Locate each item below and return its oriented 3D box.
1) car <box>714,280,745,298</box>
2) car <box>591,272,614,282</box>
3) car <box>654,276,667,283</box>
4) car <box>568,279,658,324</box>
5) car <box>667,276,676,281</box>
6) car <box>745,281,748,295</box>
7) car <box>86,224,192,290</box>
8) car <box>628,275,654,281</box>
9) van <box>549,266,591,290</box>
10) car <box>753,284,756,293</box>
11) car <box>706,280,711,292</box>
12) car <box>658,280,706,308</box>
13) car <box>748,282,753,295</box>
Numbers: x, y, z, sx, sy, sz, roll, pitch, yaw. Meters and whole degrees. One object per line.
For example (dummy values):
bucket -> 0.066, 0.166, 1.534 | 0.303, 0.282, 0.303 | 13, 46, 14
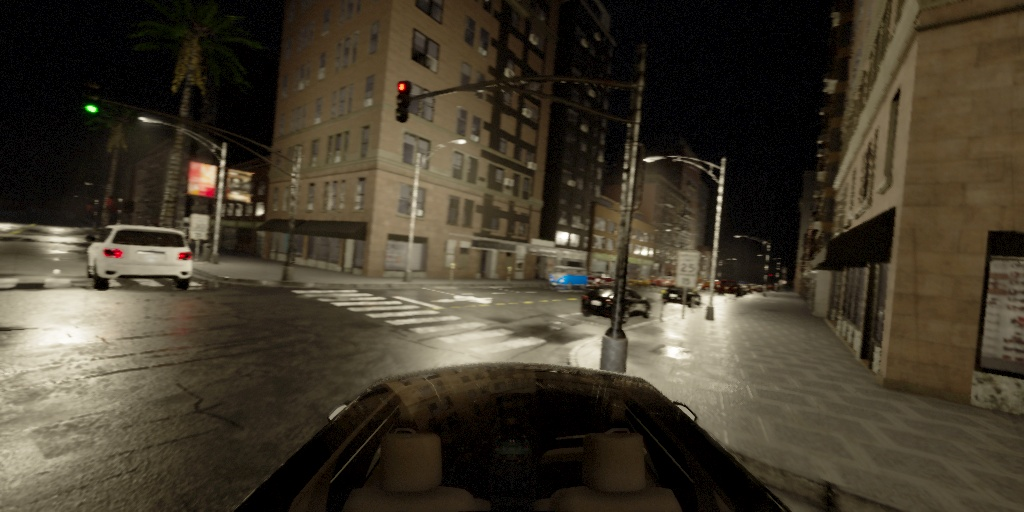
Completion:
car -> 24.769, 3.713, 40.954 | 2.192, 1.841, 5.009 | 0, 0, 38
car -> 7.926, 2.182, 33.326 | 1.967, 1.591, 4.097 | 0, 0, 38
car -> 18.116, 3.348, 46.249 | 1.802, 1.307, 4.207 | 0, 0, 38
car -> 4.386, 1.929, 15.107 | 1.948, 1.339, 4.313 | 0, 0, 38
car -> 21.513, 3.551, 50.557 | 1.967, 1.591, 4.097 | 0, 0, 38
car -> 28.270, 4.268, 45.396 | 1.751, 1.417, 4.829 | 0, 0, 38
car -> -13.099, -0.038, 12.596 | 5.566, 2.045, 2.150 | 5, 0, 38
car -> 14.614, 2.949, 41.808 | 1.751, 1.417, 4.829 | 0, 0, 38
van -> 4.529, 1.745, 29.018 | 1.690, 1.789, 3.998 | 0, 0, 38
car -> 34.957, 4.983, 53.878 | 1.888, 1.381, 4.507 | 0, 0, 38
car -> 25.958, 4.055, 46.815 | 1.812, 1.442, 4.674 | 5, 0, 38
car -> 11.181, 2.602, 23.723 | 1.948, 1.339, 4.313 | 0, 0, 38
car -> 31.561, 4.640, 49.570 | 2.007, 1.370, 4.403 | 0, 0, 38
